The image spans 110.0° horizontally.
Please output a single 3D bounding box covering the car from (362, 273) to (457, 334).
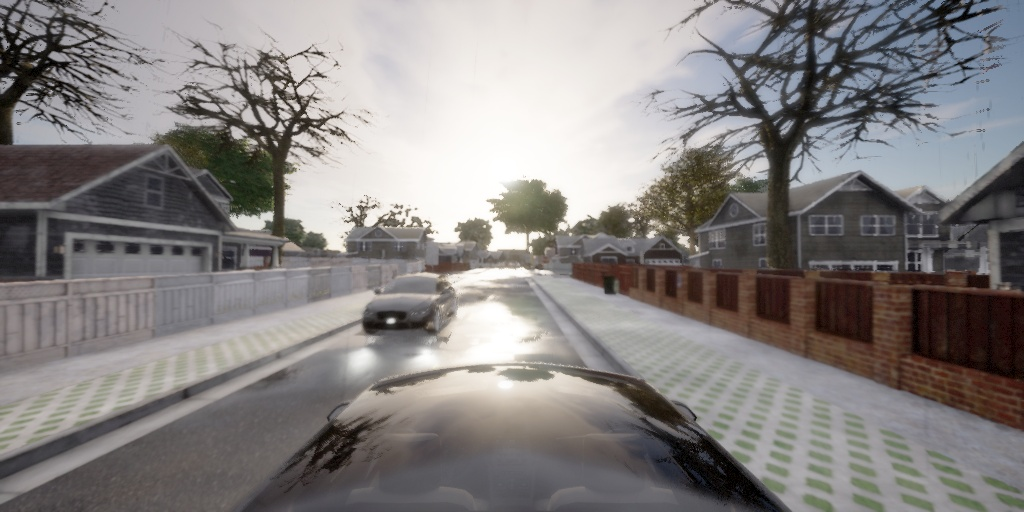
[{"bbox_3d":[-2.848,1.309,10.889,1.837,1.490,4.892,0,0,0],"label":"car"}]
